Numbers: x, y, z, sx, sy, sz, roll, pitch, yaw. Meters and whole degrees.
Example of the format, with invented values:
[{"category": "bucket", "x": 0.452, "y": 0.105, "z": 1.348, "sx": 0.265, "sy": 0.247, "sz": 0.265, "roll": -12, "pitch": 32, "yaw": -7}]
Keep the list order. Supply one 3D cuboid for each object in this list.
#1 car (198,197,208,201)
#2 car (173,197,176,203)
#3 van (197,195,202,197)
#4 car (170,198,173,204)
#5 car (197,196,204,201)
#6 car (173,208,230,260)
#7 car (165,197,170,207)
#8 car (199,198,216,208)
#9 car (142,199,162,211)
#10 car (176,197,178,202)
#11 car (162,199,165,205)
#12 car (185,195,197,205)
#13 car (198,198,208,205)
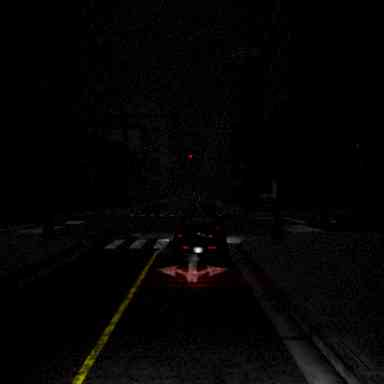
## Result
[{"category": "car", "x": 2.404, "y": 1.973, "z": 56.673, "sx": 1.802, "sy": 1.307, "sz": 4.206, "roll": 0, "pitch": 0, "yaw": 0}, {"category": "car", "x": -5.574, "y": 2.013, "z": 78.733, "sx": 1.967, "sy": 1.590, "sz": 4.097, "roll": 0, "pitch": 0, "yaw": 0}, {"category": "van", "x": 2.427, "y": 1.820, "z": 67.695, "sx": 1.690, "sy": 1.788, "sz": 3.998, "roll": 0, "pitch": 0, "yaw": 0}, {"category": "car", "x": -5.598, "y": 2.030, "z": 67.711, "sx": 2.008, "sy": 1.369, "sz": 4.403, "roll": 0, "pitch": 0, "yaw": 0}, {"category": "car", "x": 2.415, "y": 2.000, "z": 62.183, "sx": 1.947, "sy": 1.339, "sz": 4.313, "roll": 0, "pitch": 0, "yaw": 0}, {"category": "car", "x": 0.408, "y": 1.580, "z": 12.840, "sx": 1.837, "sy": 1.490, "sz": 4.892, "roll": 0, "pitch": 0, "yaw": 5}, {"category": "car", "x": -5.609, "y": 2.017, "z": 62.200, "sx": 1.802, "sy": 1.307, "sz": 4.206, "roll": 0, "pitch": 0, "yaw": 0}, {"category": "car", "x": 2.380, "y": 1.873, "z": 45.651, "sx": 1.947, "sy": 1.339, "sz": 4.313, "roll": 0, "pitch": 0, "yaw": 0}, {"category": "car", "x": -5.645, "y": 1.748, "z": 45.670, "sx": 1.967, "sy": 1.590, "sz": 4.097, "roll": 0, "pitch": 0, "yaw": 0}, {"category": "car", "x": -5.551, "y": 2.219, "z": 89.753, "sx": 2.008, "sy": 1.369, "sz": 4.403, "roll": 0, "pitch": -1, "yaw": 0}, {"category": "car", "x": -5.633, "y": 1.790, "z": 51.180, "sx": 1.967, "sy": 1.590, "sz": 4.097, "roll": 0, "pitch": 0, "yaw": 0}, {"category": "car", "x": -0.199, "y": 2.013, "z": 72.803, "sx": 1.837, "sy": 1.490, "sz": 4.892, "roll": 0, "pitch": 0, "yaw": 0}, {"category": "car", "x": 2.439, "y": 2.075, "z": 73.204, "sx": 2.008, "sy": 1.369, "sz": 4.403, "roll": 0, "pitch": 0, "yaw": 0}]
